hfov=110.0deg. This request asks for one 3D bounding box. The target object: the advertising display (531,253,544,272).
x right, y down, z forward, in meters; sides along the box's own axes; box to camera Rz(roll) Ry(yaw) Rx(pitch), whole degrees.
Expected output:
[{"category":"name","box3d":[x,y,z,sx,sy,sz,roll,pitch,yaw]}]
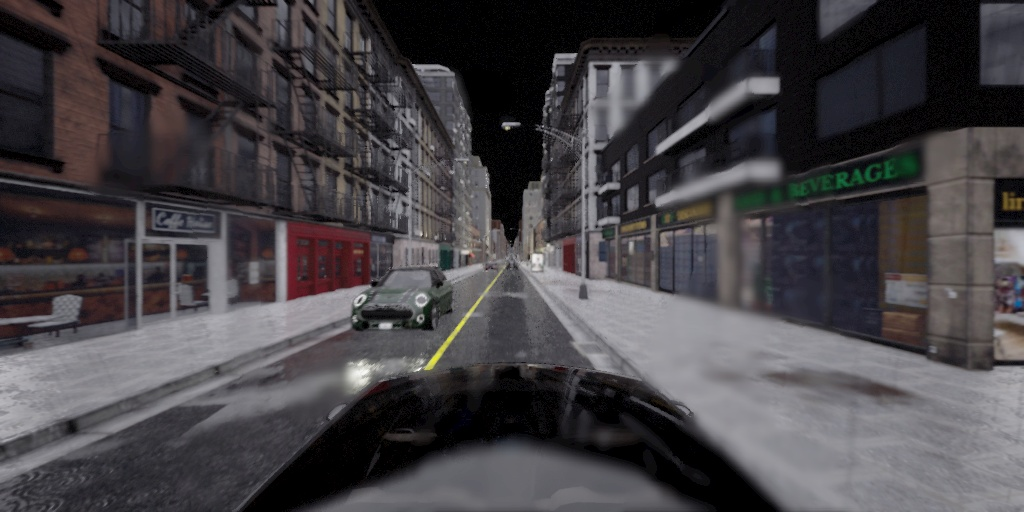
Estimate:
[{"category":"advertising display","box3d":[3.138,0.912,44.122,1.540,2.440,0.280,0,0,0]}]

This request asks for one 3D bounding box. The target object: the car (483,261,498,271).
[{"category":"car","box3d":[-3.065,1.480,52.565,1.994,1.385,4.181,0,0,0]}]

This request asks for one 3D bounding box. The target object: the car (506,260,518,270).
[{"category":"car","box3d":[0.032,1.460,57.348,1.812,1.442,4.674,0,0,1]}]

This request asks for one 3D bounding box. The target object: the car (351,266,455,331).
[{"category":"car","box3d":[-3.099,1.128,11.044,2.097,1.767,4.553,0,0,0]}]
